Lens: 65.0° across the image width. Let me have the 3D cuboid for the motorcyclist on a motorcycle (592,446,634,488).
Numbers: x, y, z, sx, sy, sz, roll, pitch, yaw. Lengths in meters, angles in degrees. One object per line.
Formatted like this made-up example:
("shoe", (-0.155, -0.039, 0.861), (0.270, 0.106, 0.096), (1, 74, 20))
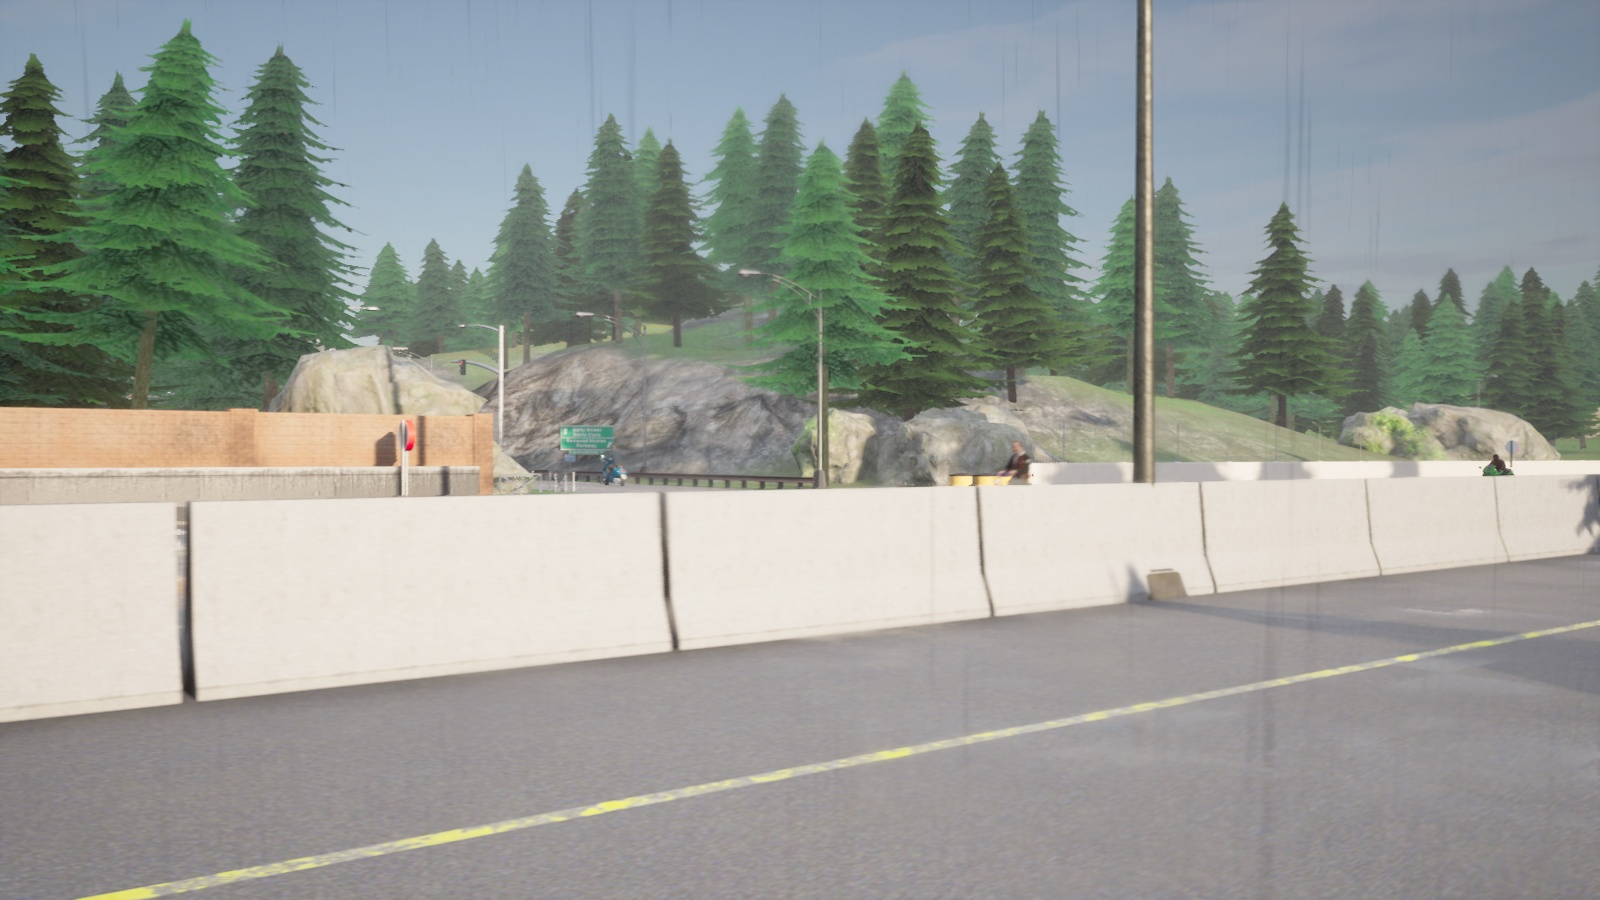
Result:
("motorcyclist on a motorcycle", (-7.304, 0.654, 48.974), (0.866, 1.590, 1.817), (0, 0, -36))

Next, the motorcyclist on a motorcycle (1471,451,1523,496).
("motorcyclist on a motorcycle", (24.037, 0.790, 43.309), (2.044, 1.523, 0.797), (0, 0, -37))
